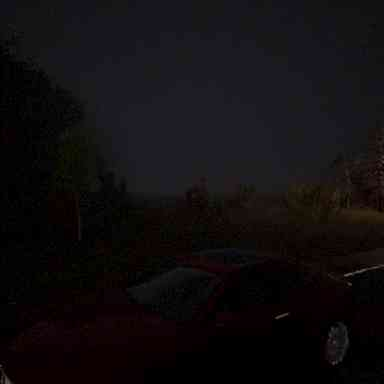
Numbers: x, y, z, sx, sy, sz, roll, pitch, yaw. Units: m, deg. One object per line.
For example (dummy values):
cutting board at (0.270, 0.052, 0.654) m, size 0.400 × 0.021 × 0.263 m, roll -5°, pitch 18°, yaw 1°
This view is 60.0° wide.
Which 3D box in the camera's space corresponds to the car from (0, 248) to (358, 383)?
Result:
car at (0.261, 1.525, 4.179) m, size 4.674 × 1.442 × 1.812 m, roll 0°, pitch 0°, yaw -35°
